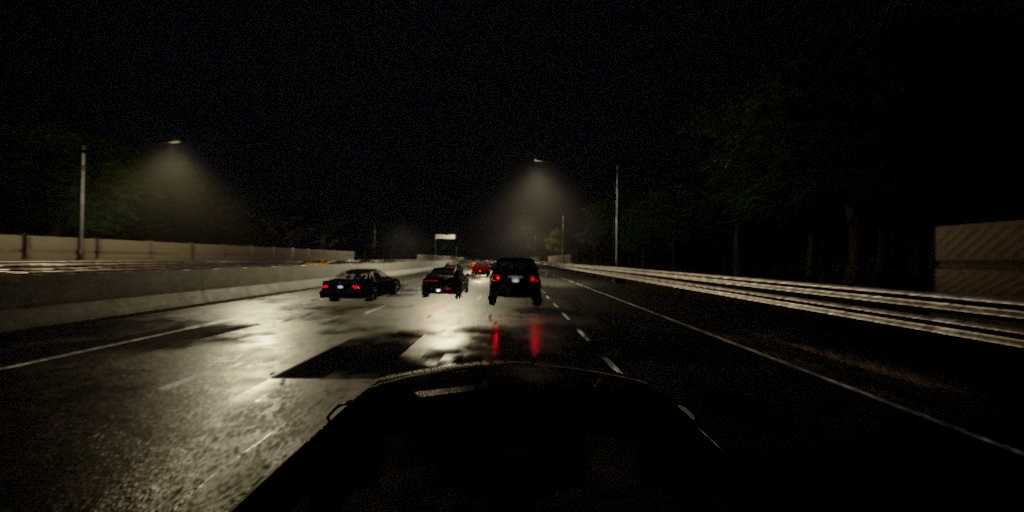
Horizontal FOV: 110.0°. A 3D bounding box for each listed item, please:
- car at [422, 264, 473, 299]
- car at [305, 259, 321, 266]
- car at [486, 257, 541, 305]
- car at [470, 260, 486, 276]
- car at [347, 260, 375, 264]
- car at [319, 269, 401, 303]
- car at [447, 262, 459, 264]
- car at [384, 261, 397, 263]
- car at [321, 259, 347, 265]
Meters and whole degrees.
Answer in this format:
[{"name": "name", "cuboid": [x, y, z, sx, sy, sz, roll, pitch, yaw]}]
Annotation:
[{"name": "car", "cuboid": [-3.369, 1.334, 18.833, 1.837, 1.490, 4.892, 1, 0, 0]}, {"name": "car", "cuboid": [-28.002, 1.244, 52.144, 1.882, 1.535, 5.008, 1, 0, 0]}, {"name": "car", "cuboid": [0.137, 1.081, 16.873, 2.150, 2.045, 5.566, 1, 0, 0]}, {"name": "car", "cuboid": [-3.432, 1.480, 40.819, 1.882, 1.535, 5.008, 1, 0, 0]}, {"name": "car", "cuboid": [-21.020, 1.346, 51.346, 2.128, 1.511, 4.902, 1, -1, 0]}, {"name": "car", "cuboid": [-6.870, 1.311, 16.830, 2.033, 1.411, 5.357, 1, 0, 0]}, {"name": "car", "cuboid": [-6.939, 1.463, 42.832, 2.128, 1.511, 4.902, 1, 0, 0]}, {"name": "car", "cuboid": [-17.524, 1.427, 51.373, 1.812, 1.442, 4.674, 1, -1, 0]}, {"name": "car", "cuboid": [-24.506, 1.354, 51.329, 2.033, 1.411, 5.357, 1, -1, 0]}]
